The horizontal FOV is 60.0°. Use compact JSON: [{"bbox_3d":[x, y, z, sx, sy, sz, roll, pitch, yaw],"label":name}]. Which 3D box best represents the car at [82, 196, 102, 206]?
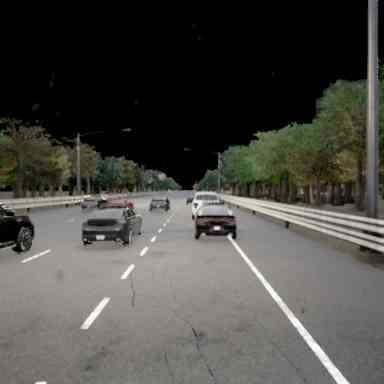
[{"bbox_3d":[-10.367,1.222,35.833,2.128,1.511,4.902,0,0,0],"label":"car"}]

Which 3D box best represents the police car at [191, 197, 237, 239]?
[{"bbox_3d":[1.058,1.293,16.581,1.930,1.638,5.238,0,0,0],"label":"police car"}]

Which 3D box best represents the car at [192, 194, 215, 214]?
[{"bbox_3d":[1.076,1.104,32.421,2.097,1.767,4.553,0,0,0],"label":"car"}]

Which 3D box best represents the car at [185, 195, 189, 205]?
[{"bbox_3d":[0.074,1.136,50.225,1.837,1.490,4.892,0,0,0],"label":"car"}]

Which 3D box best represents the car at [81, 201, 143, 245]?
[{"bbox_3d":[-3.393,1.388,14.748,1.837,1.490,4.892,0,1,0],"label":"car"}]

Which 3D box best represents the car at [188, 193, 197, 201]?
[{"bbox_3d":[0.151,1.040,67.314,1.812,1.442,4.674,0,0,0],"label":"car"}]

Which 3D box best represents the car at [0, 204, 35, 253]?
[{"bbox_3d":[-6.895,1.143,9.933,2.150,2.045,5.566,0,1,0],"label":"car"}]

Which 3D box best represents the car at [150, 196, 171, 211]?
[{"bbox_3d":[-3.367,1.222,35.801,2.128,1.511,4.902,0,0,0],"label":"car"}]

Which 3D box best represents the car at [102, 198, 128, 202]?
[{"bbox_3d":[-6.875,1.356,32.082,1.895,1.301,4.718,0,0,0],"label":"car"}]

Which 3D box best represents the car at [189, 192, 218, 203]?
[{"bbox_3d":[1.067,1.019,26.488,2.150,2.045,5.566,0,0,0],"label":"car"}]
